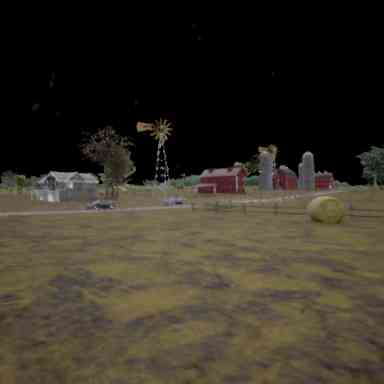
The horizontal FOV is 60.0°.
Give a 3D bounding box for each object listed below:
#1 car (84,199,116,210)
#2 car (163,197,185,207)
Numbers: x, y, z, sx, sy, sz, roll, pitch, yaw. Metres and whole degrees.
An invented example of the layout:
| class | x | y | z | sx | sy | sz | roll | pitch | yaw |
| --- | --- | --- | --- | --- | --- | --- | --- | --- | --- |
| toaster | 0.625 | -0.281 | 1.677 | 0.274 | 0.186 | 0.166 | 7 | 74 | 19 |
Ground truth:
| class | x | y | z | sx | sy | sz | roll | pitch | yaw |
| --- | --- | --- | --- | --- | --- | --- | --- | --- | --- |
| car | -13.404 | 1.873 | 48.462 | 1.837 | 1.490 | 4.892 | -1 | -1 | 36 |
| car | -3.349 | 1.711 | 62.318 | 2.097 | 1.767 | 4.553 | -1 | -1 | 36 |
